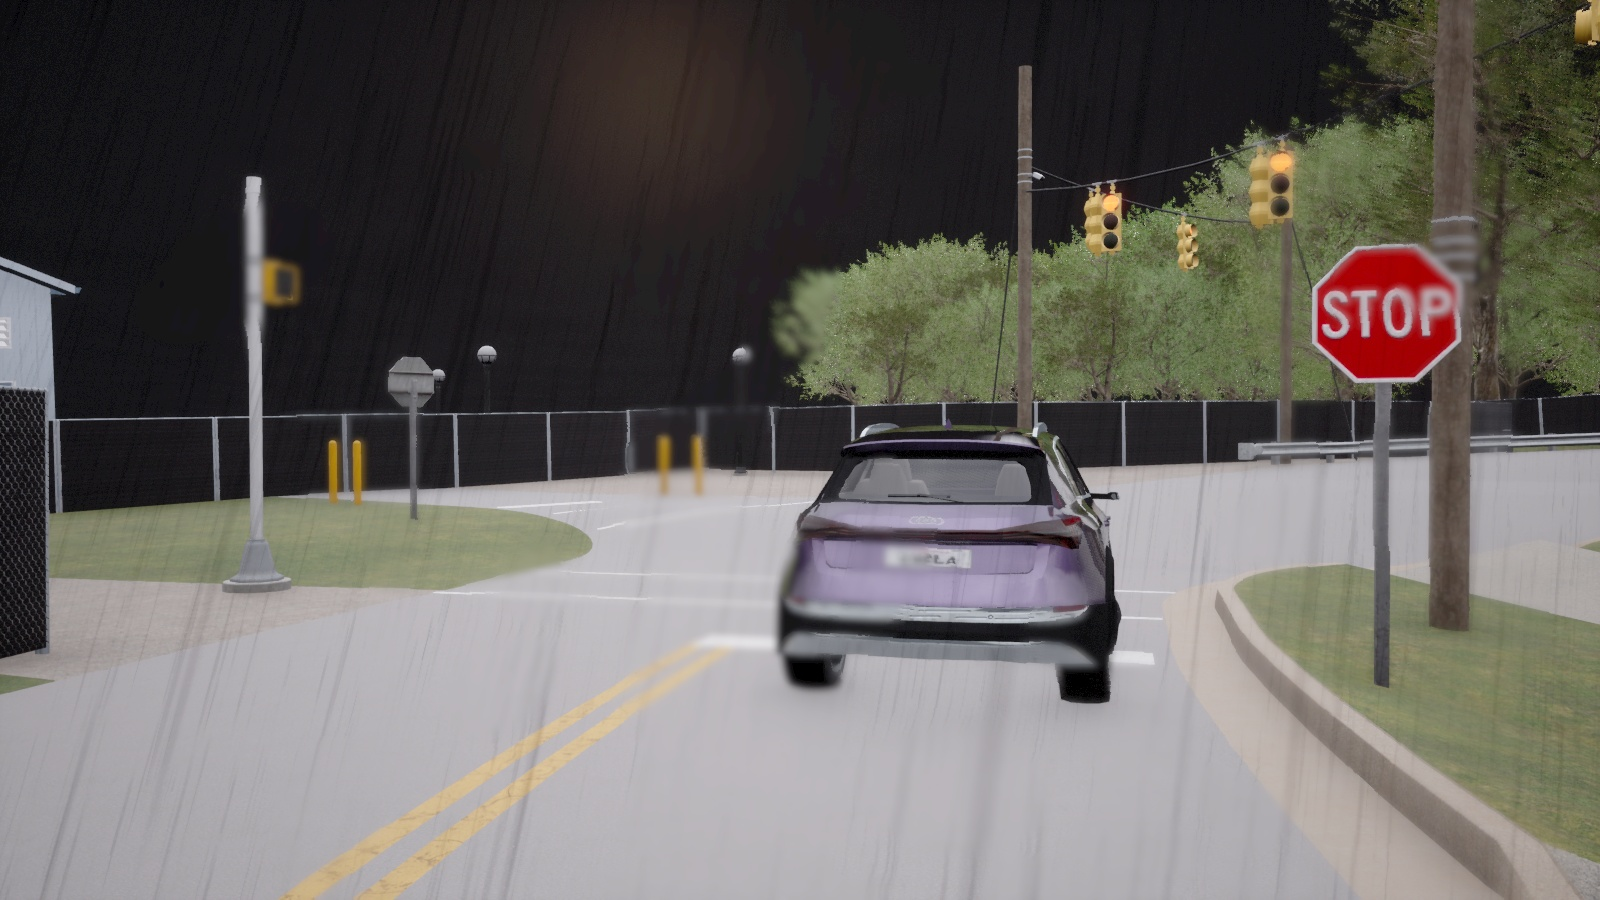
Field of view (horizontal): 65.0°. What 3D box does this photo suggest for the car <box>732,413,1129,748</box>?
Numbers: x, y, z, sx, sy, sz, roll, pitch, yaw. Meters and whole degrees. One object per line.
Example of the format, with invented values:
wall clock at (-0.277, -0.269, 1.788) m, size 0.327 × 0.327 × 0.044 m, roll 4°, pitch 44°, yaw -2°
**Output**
car at (1.199, 0.627, 8.789) m, size 2.033 × 1.649 × 4.856 m, roll 0°, pitch 0°, yaw 14°
